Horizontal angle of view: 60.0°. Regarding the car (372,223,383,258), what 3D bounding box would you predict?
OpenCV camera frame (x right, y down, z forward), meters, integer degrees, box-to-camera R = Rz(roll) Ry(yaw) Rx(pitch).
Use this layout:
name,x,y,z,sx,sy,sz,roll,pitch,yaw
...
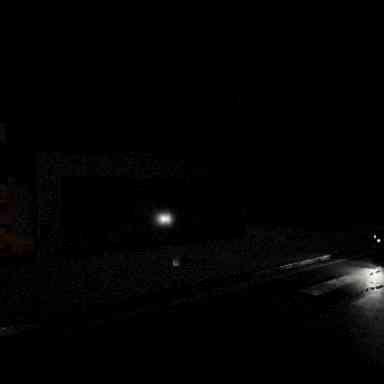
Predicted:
name,x,y,z,sx,sy,sz,roll,pitch,yaw
car,8.008,1.432,11.385,4.892,1.490,1.837,0,-1,-37
